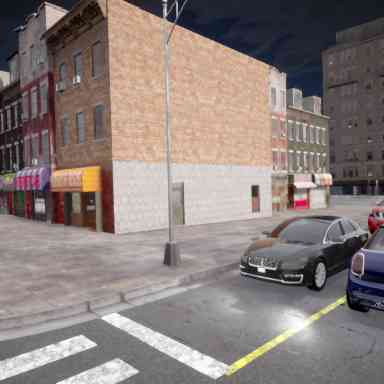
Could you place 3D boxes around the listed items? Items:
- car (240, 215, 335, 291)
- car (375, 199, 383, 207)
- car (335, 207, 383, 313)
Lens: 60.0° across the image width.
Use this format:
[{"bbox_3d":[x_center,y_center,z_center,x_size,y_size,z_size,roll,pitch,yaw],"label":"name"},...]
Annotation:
[{"bbox_3d":[3.238,1.430,9.015,1.837,1.490,4.892,0,1,45],"label":"car"},{"bbox_3d":[10.535,1.017,16.295,2.150,2.045,5.566,0,1,45],"label":"car"},{"bbox_3d":[4.867,1.278,6.616,4.553,1.767,2.097,-1,1,-45],"label":"car"}]
